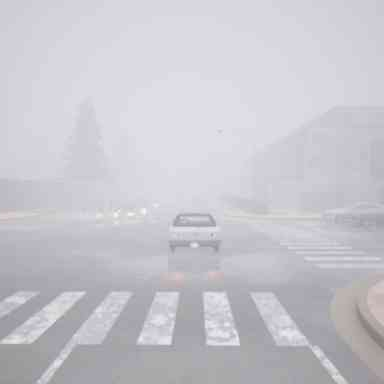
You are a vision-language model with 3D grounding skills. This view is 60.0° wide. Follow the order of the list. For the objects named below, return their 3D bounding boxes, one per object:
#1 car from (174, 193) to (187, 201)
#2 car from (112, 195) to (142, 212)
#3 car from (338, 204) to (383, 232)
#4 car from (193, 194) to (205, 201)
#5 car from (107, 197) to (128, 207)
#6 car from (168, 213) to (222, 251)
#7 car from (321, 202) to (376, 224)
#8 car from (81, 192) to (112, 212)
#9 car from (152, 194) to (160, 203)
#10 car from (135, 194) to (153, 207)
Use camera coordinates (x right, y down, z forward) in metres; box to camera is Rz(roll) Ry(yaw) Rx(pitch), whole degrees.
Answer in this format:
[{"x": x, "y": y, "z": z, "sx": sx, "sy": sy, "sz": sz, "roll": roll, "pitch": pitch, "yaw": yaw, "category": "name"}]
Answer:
[{"x": -2.284, "y": 0.969, "z": 68.279, "sx": 2.097, "sy": 1.767, "sz": 4.553, "roll": 0, "pitch": 0, "yaw": 8, "category": "car"}, {"x": -6.935, "y": 1.324, "z": 35.904, "sx": 1.812, "sy": 1.442, "sz": 4.674, "roll": 0, "pitch": 0, "yaw": 1, "category": "car"}, {"x": 11.160, "y": 1.495, "z": 18.820, "sx": 4.718, "sy": 1.301, "sz": 1.895, "roll": 0, "pitch": 0, "yaw": 0, "category": "car"}, {"x": 1.416, "y": 1.175, "z": 69.222, "sx": 1.994, "sy": 1.385, "sz": 4.181, "roll": 0, "pitch": 0, "yaw": 10, "category": "car"}, {"x": -10.336, "y": 1.340, "z": 46.425, "sx": 1.895, "sy": 1.301, "sz": 4.718, "roll": 0, "pitch": 0, "yaw": 0, "category": "car"}, {"x": 0.099, "y": 1.523, "z": 13.697, "sx": 1.895, "sy": 1.301, "sz": 4.718, "roll": 0, "pitch": 0, "yaw": 0, "category": "car"}, {"x": 11.165, "y": 1.400, "z": 22.361, "sx": 4.674, "sy": 1.442, "sz": 1.812, "roll": 0, "pitch": 0, "yaw": 2, "category": "car"}, {"x": -10.421, "y": 1.016, "z": 36.703, "sx": 2.150, "sy": 2.045, "sz": 5.566, "roll": 0, "pitch": 0, "yaw": 1, "category": "car"}, {"x": -6.666, "y": 1.165, "z": 58.313, "sx": 2.128, "sy": 1.511, "sz": 4.902, "roll": 0, "pitch": 0, "yaw": 1, "category": "car"}, {"x": -6.852, "y": 1.348, "z": 45.002, "sx": 1.895, "sy": 1.301, "sz": 4.718, "roll": 0, "pitch": 0, "yaw": 1, "category": "car"}]
